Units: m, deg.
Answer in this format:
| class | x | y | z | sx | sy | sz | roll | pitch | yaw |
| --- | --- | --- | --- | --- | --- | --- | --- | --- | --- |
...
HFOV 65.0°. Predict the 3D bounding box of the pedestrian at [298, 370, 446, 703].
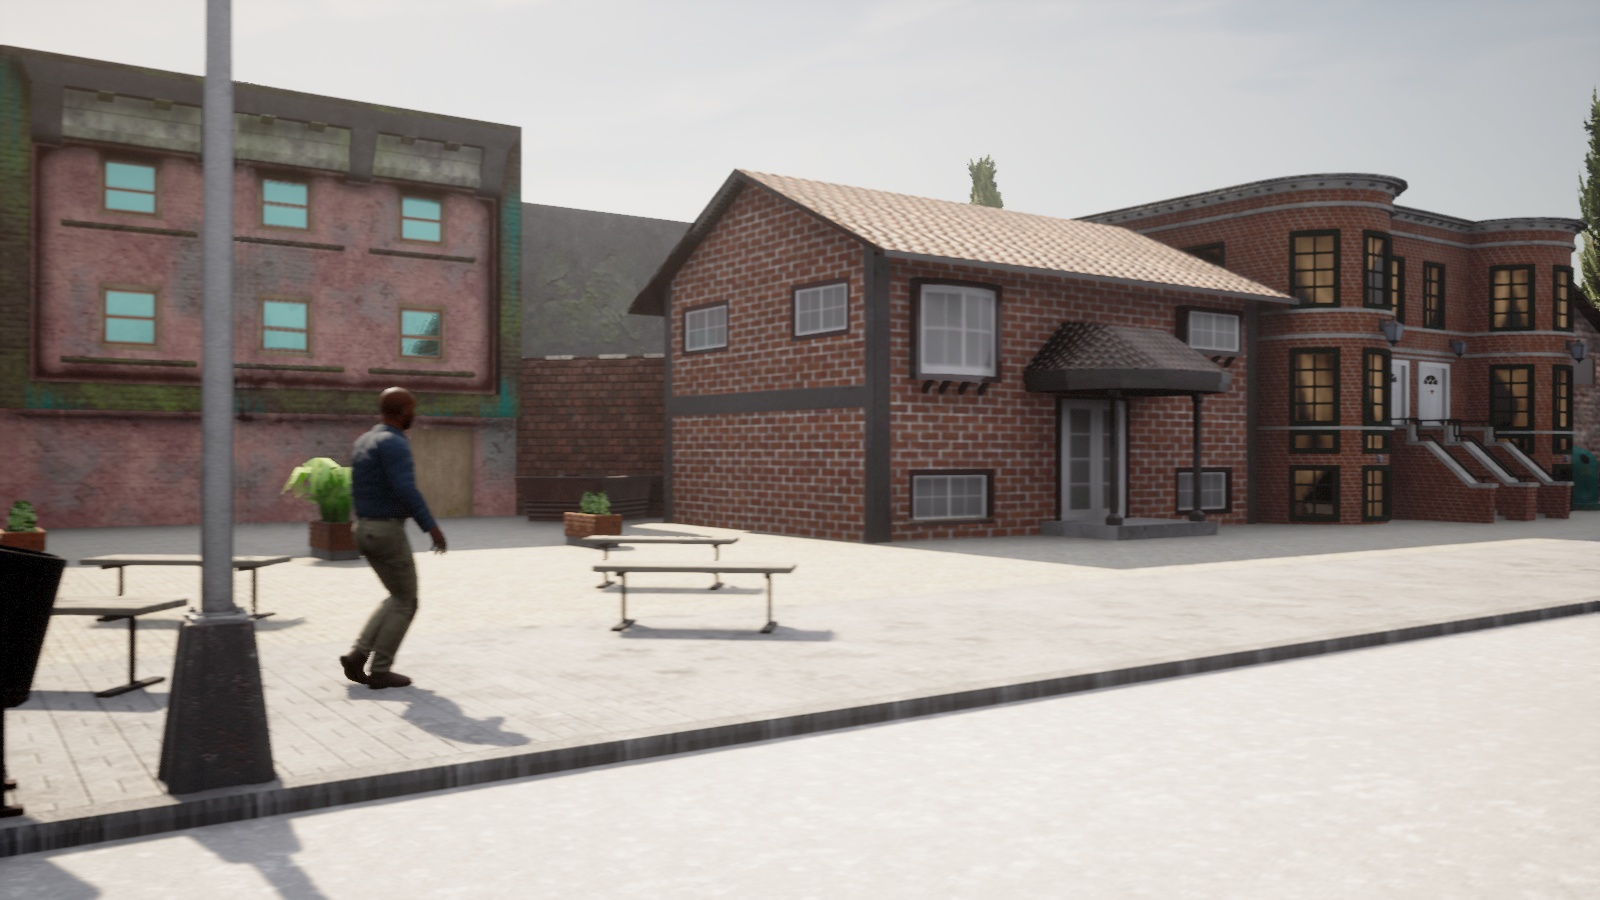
| class | x | y | z | sx | sy | sz | roll | pitch | yaw |
| --- | --- | --- | --- | --- | --- | --- | --- | --- | --- |
| pedestrian | -2.485 | 0.478 | 7.320 | 0.370 | 1.835 | 0.726 | 0 | 0 | 43 |
